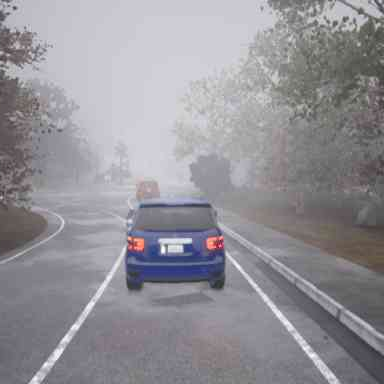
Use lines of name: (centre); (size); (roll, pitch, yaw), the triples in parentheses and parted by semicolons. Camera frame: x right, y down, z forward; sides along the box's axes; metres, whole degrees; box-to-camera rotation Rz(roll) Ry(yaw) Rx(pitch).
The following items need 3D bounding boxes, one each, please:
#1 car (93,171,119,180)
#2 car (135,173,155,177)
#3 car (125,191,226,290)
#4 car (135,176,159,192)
car: (-19.233, -3.620, 74.462); (5.566, 2.045, 2.150); (0, 5, 1)
car: (-10.674, -3.479, 75.219); (5.008, 1.535, 1.882); (2, 5, 28)
car: (-0.430, 1.124, 9.053); (2.150, 2.045, 5.566); (0, 1, -2)
car: (-4.498, -0.230, 33.713); (2.150, 2.045, 5.566); (-1, 5, -10)
